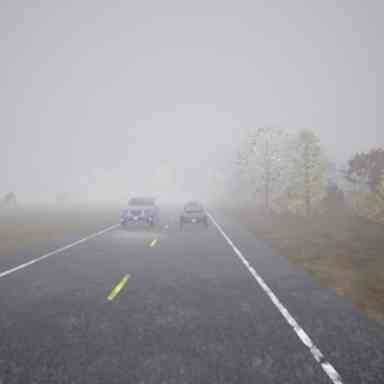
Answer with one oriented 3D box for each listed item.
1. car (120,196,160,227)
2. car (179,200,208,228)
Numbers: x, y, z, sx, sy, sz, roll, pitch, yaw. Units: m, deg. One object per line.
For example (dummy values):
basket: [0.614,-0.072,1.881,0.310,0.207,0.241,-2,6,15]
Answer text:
car: [-3.584,1.323,23.942,2.150,2.045,5.566,0,0,0]
car: [0.106,1.591,23.331,2.128,1.511,4.902,0,0,0]
